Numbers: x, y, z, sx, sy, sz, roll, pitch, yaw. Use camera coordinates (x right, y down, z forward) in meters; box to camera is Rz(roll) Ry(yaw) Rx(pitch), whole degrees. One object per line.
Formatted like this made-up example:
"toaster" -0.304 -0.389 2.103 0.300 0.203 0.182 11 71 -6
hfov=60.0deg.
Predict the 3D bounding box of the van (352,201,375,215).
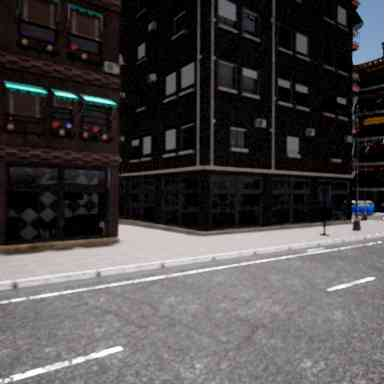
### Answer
"van" 21.028 2.030 42.421 1.690 1.788 3.998 0 0 -36
